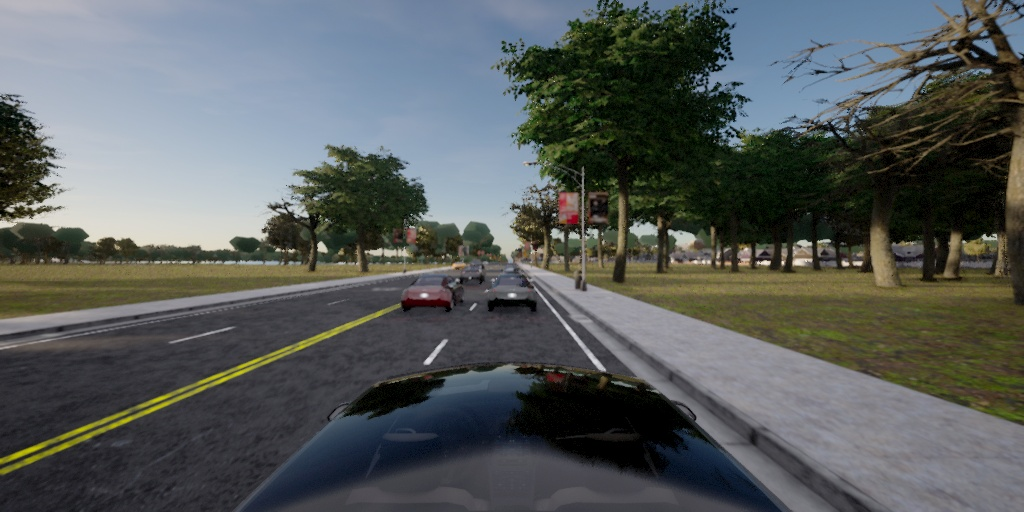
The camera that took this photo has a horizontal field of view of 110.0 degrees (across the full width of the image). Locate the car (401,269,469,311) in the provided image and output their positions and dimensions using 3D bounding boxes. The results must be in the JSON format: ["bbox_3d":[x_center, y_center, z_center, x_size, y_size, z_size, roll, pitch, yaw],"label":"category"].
[{"bbox_3d":[-3.231,1.451,15.306,1.994,1.385,4.181,0,0,1],"label":"car"}]

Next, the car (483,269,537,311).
[{"bbox_3d":[0.022,1.451,15.378,1.994,1.385,4.181,0,0,0],"label":"car"}]

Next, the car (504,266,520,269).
[{"bbox_3d":[0.022,1.569,30.760,1.812,1.442,4.674,0,0,1],"label":"car"}]

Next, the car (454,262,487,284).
[{"bbox_3d":[-3.232,1.532,30.364,2.128,1.511,4.902,0,0,1],"label":"car"}]
